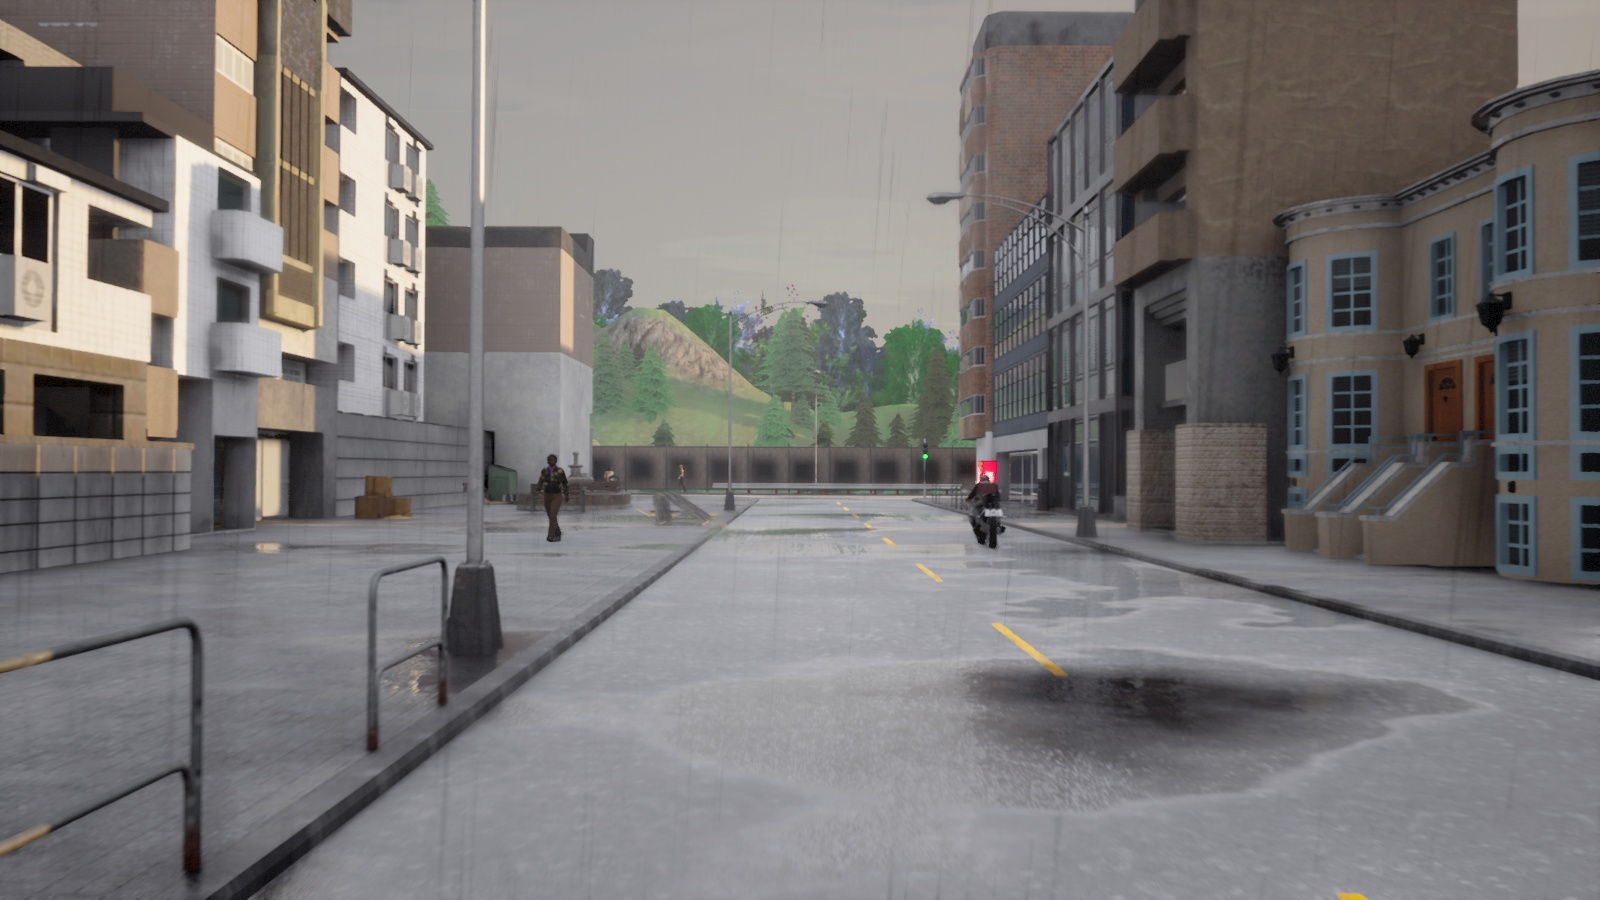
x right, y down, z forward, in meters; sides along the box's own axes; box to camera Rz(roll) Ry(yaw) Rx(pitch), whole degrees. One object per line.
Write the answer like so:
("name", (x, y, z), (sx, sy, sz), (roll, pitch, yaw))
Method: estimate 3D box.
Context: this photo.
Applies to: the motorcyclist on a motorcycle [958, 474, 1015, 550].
("motorcyclist on a motorcycle", (3.934, 1.281, 26.688), (0.866, 1.530, 2.191), (0, -1, 0))
